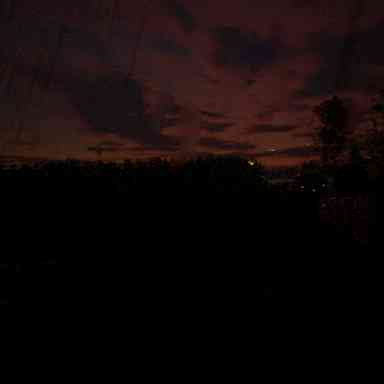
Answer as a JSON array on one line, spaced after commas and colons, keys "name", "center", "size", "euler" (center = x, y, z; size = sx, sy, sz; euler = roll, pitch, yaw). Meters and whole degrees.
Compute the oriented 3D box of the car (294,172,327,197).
[{"name": "car", "center": [10.434, -0.715, 29.748], "size": [2.150, 2.045, 5.566], "euler": [0, 5, 11]}]
